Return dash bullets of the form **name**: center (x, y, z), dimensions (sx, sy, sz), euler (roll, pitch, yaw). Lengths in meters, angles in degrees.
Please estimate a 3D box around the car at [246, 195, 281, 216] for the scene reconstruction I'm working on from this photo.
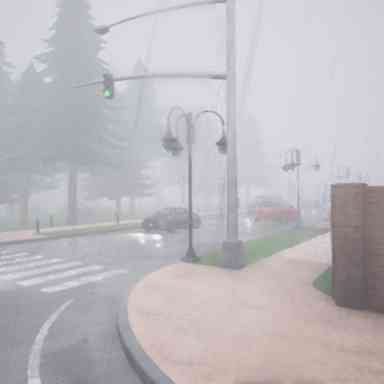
- **car**: center (7.416, 1.332, 33.154), dimensions (2.150, 2.045, 5.566), euler (-1, 0, 34)

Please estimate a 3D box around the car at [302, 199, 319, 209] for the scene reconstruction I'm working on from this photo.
- **car**: center (17.292, 1.745, 48.463), dimensions (1.895, 1.301, 4.718), euler (-1, 0, 28)

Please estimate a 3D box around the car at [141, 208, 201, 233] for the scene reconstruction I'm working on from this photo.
- **car**: center (-1.222, 1.677, 20.502), dimensions (1.994, 1.385, 4.181), euler (-1, 0, 34)

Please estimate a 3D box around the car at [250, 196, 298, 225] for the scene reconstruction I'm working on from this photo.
- **car**: center (6.521, 1.430, 25.452), dimensions (2.097, 1.767, 4.553), euler (-1, 0, 34)
